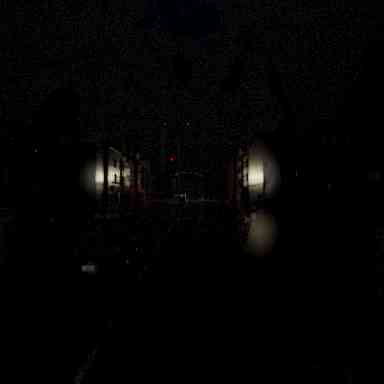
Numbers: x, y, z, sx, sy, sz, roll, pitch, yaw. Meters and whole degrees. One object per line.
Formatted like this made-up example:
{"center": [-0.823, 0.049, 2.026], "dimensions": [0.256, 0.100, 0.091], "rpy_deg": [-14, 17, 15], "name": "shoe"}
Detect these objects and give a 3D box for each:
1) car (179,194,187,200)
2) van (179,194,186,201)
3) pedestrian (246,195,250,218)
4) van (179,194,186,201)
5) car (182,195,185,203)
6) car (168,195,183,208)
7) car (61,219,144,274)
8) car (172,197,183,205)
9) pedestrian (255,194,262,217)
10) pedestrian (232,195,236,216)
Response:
{"center": [-2.606, 1.520, 70.798], "dimensions": [1.967, 1.590, 4.097], "rpy_deg": [0, 0, 0], "name": "car"}
{"center": [-2.600, 1.473, 87.615], "dimensions": [1.690, 1.788, 3.998], "rpy_deg": [0, 0, 0], "name": "van"}
{"center": [4.520, 1.132, 26.911], "dimensions": [0.375, 1.860, 0.375], "rpy_deg": [0, 0, 0], "name": "pedestrian"}
{"center": [-2.598, 1.493, 93.220], "dimensions": [1.690, 1.788, 3.998], "rpy_deg": [0, 0, 0], "name": "van"}
{"center": [-2.612, 1.583, 53.982], "dimensions": [1.887, 1.381, 4.507], "rpy_deg": [0, 0, 0], "name": "car"}
{"center": [-2.614, 1.552, 48.207], "dimensions": [1.752, 1.417, 4.829], "rpy_deg": [0, 0, 0], "name": "car"}
{"center": [-2.627, 1.562, 10.607], "dimensions": [1.947, 1.339, 4.313], "rpy_deg": [0, 0, 0], "name": "car"}
{"center": [-2.611, 1.632, 59.587], "dimensions": [1.802, 1.307, 4.206], "rpy_deg": [0, 0, 0], "name": "car"}
{"center": [5.521, 1.109, 27.511], "dimensions": [0.375, 1.860, 0.375], "rpy_deg": [0, 0, 0], "name": "pedestrian"}
{"center": [3.521, 1.138, 28.112], "dimensions": [0.375, 1.860, 0.375], "rpy_deg": [0, 0, 0], "name": "pedestrian"}
